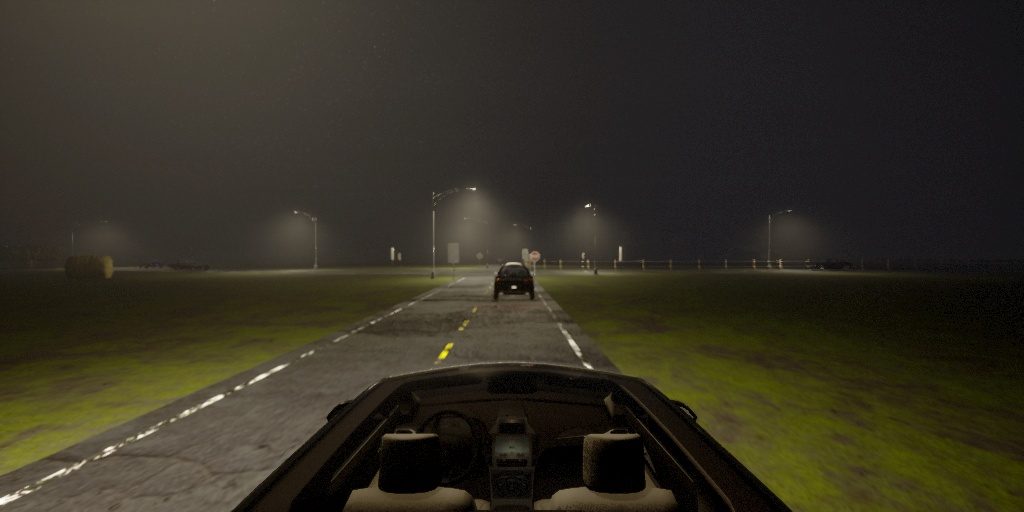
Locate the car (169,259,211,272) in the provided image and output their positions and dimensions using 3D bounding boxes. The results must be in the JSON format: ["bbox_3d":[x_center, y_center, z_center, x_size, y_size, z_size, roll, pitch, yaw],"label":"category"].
[{"bbox_3d":[-41.587,1.334,46.568,4.718,1.301,1.895,0,1,19],"label":"car"}]

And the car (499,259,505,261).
[{"bbox_3d":[0.153,1.216,28.449,1.812,1.442,4.674,0,0,2],"label":"car"}]

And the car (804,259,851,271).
[{"bbox_3d":[39.653,1.090,45.073,5.008,1.535,1.882,0,1,-1],"label":"car"}]

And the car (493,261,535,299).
[{"bbox_3d":[0.098,1.191,17.936,1.882,1.535,5.008,0,0,0],"label":"car"}]
